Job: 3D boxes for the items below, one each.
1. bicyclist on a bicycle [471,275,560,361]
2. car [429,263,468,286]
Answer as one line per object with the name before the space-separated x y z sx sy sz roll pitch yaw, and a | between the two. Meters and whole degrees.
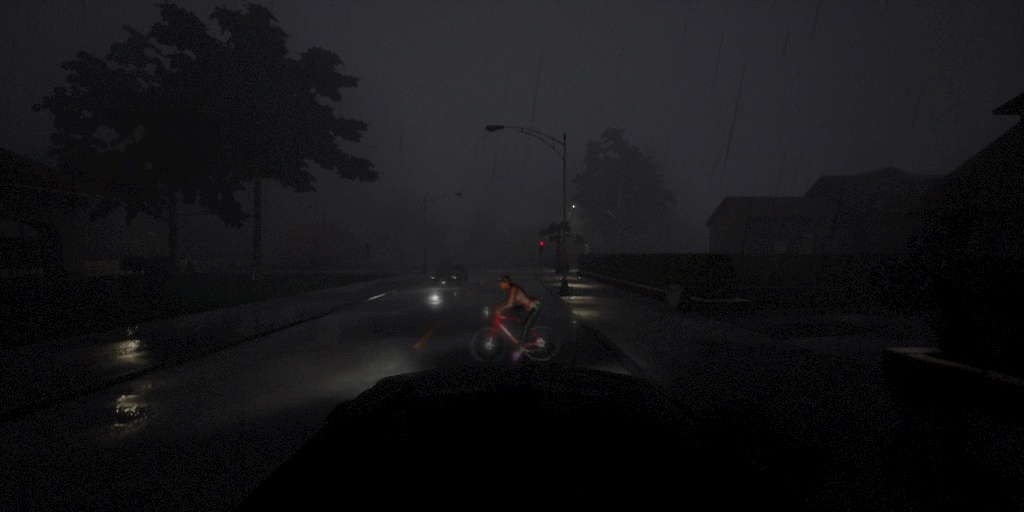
bicyclist on a bicycle | 0.043 1.162 6.580 1.656 1.620 0.582 -2 0 0
car | -4.062 1.174 23.896 2.033 1.411 5.357 0 0 0
